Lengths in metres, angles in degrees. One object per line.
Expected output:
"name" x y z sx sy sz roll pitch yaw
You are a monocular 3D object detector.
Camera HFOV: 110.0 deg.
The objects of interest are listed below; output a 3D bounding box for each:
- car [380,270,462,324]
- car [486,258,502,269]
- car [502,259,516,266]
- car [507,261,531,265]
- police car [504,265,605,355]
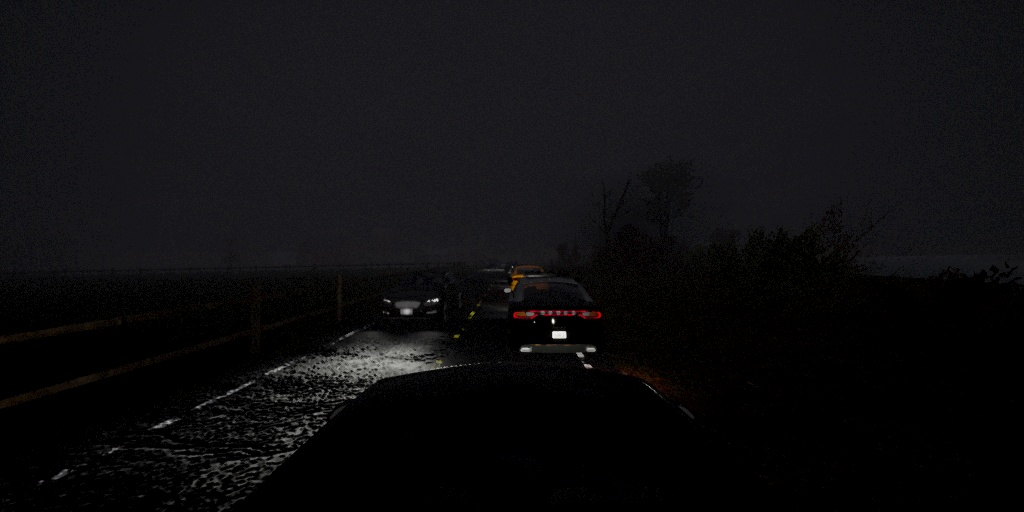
"car" -2.848 1.241 12.124 2.128 1.511 4.902 0 0 0
"car" -2.819 1.137 55.351 2.097 1.767 4.553 0 0 0
"car" 0.063 1.335 46.642 1.994 1.385 4.181 0 0 0
"car" 0.832 1.228 18.743 1.882 1.535 5.008 0 0 0
"police car" 0.828 1.175 8.853 1.930 1.638 5.238 0 0 0
